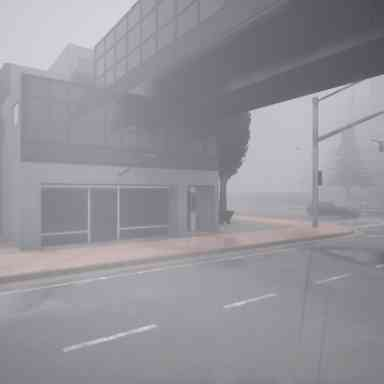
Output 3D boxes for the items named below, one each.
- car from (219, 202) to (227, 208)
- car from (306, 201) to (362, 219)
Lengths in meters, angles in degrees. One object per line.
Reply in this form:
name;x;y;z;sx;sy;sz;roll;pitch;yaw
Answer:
car;2.121;1.547;42.936;2.033;1.411;5.357;0;0;-36
car;12.238;1.525;29.001;1.812;1.442;4.674;0;0;-37
